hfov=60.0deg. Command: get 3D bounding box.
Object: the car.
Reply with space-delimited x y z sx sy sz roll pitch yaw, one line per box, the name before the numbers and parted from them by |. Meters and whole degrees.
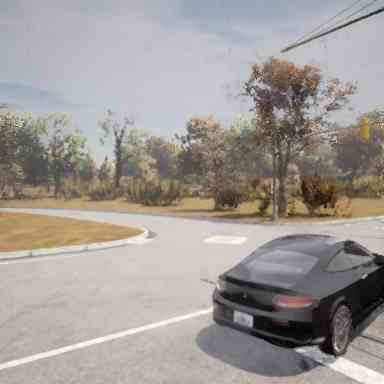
car | 2.286 1.498 6.042 1.812 1.442 4.674 0 1 44
